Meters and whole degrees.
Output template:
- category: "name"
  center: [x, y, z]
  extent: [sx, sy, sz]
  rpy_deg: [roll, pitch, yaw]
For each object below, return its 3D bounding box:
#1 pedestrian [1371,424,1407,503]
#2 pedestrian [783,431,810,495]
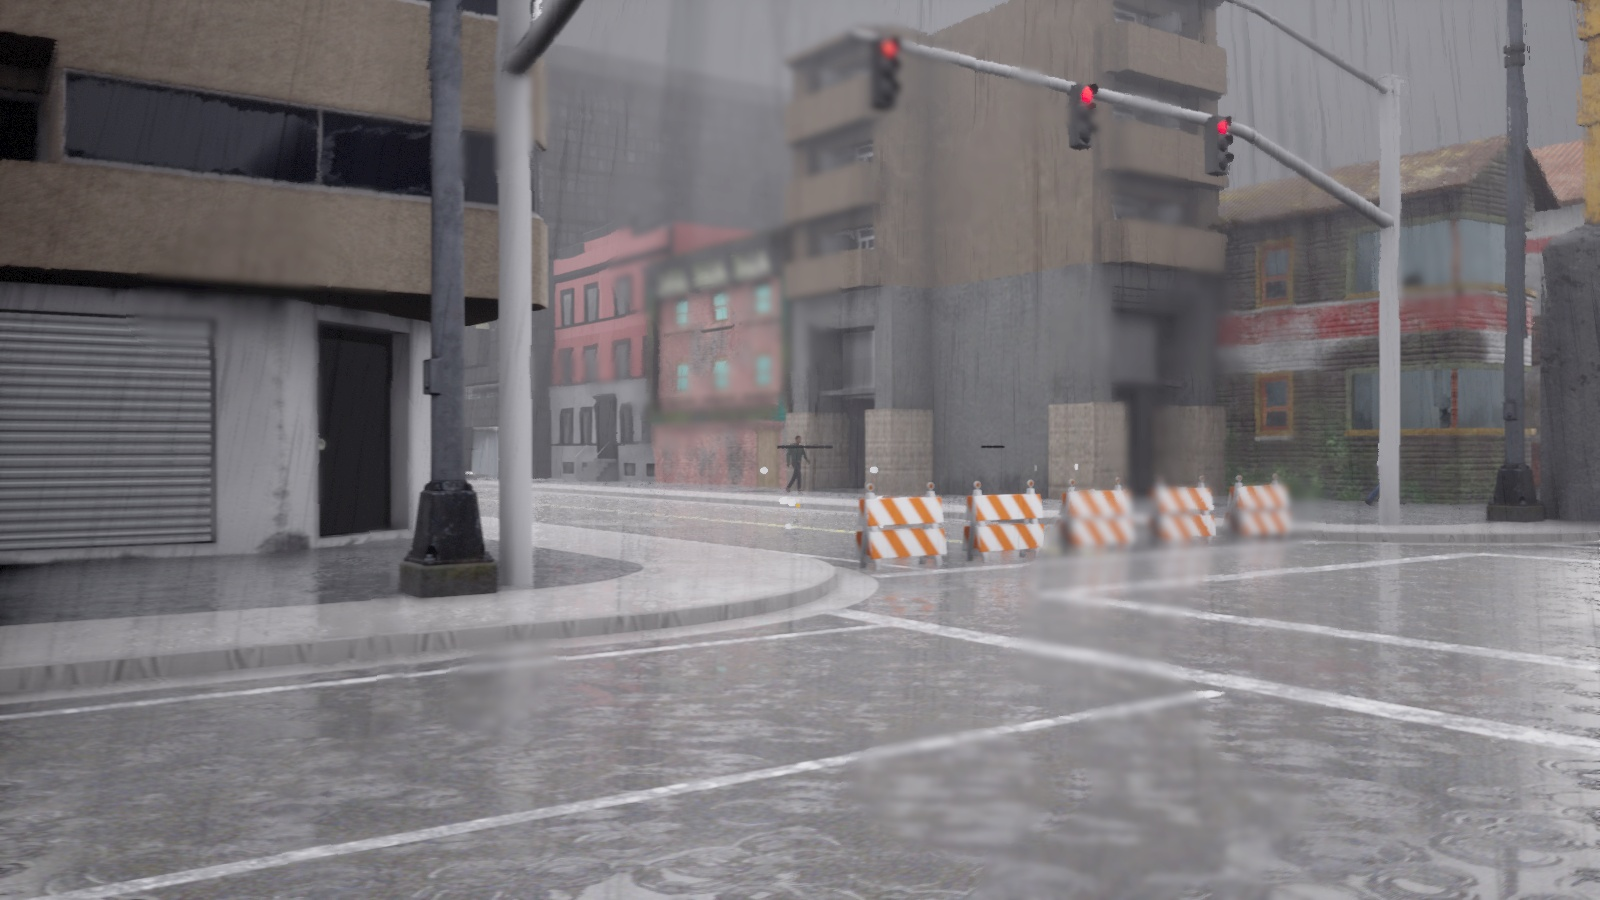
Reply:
- category: "pedestrian"
  center: [13.851, 0.310, 29.543]
  extent: [0.706, 1.836, 0.354]
  rpy_deg: [0, 0, 16]
- category: "pedestrian"
  center: [-0.121, 0.393, 38.958]
  extent: [0.423, 1.949, 0.788]
  rpy_deg: [0, 0, -39]
